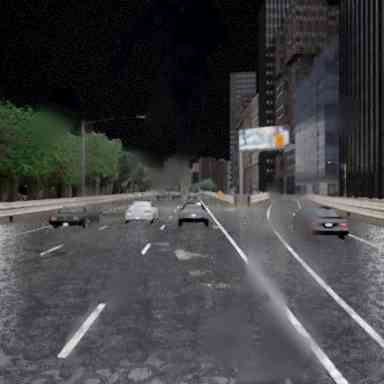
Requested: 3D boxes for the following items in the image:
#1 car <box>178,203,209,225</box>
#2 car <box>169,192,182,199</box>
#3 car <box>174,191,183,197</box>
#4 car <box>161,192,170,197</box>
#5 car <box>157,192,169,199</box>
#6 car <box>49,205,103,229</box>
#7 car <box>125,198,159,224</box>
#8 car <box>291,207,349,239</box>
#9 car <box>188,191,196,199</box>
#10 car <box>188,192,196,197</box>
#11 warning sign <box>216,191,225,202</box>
[{"bbox_3d":[0.099,1.416,22.639,1.994,1.385,4.181,0,0,0],"label":"car"},{"bbox_3d":[-3.506,0.707,77.292,2.097,1.767,4.553,0,1,0],"label":"car"},{"bbox_3d":[-3.507,0.626,87.326,2.128,1.511,4.902,0,0,0],"label":"car"},{"bbox_3d":[-7.007,0.653,87.326,1.994,1.385,4.181,0,0,0],"label":"car"},{"bbox_3d":[-7.006,0.706,77.257,2.097,1.767,4.553,0,1,0],"label":"car"},{"bbox_3d":[-6.909,1.468,20.387,1.895,1.301,4.718,0,0,0],"label":"car"},{"bbox_3d":[-3.404,1.374,23.117,1.812,1.442,4.674,0,0,0],"label":"car"},{"bbox_3d":[6.220,1.438,16.654,2.033,1.411,5.357,0,0,9],"label":"car"},{"bbox_3d":[-0.006,0.903,77.290,1.994,1.385,4.181,0,1,0],"label":"car"},{"bbox_3d":[-0.007,0.654,87.327,1.994,1.385,4.181,0,0,0],"label":"car"},{"bbox_3d":[4.534,0.705,53.526,1.300,1.860,1.060,-1,0,0],"label":"warning sign"}]
